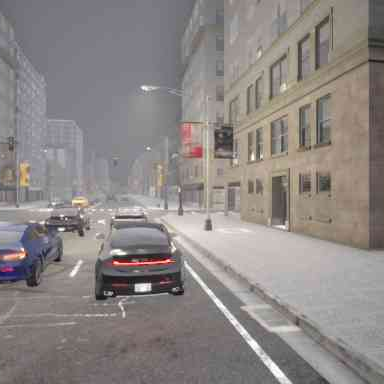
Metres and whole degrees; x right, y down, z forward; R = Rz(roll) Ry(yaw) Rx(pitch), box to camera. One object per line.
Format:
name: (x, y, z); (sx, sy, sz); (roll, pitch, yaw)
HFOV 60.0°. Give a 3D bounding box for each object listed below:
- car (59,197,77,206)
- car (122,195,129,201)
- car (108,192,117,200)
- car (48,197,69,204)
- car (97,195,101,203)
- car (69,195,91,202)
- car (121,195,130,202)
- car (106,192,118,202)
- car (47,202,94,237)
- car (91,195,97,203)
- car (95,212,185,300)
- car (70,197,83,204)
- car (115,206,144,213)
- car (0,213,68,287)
car: (-21.496, 1.574, 57.737); (2.033, 1.411, 5.357); (0, 0, -11)
car: (-17.998, 1.508, 89.812); (1.882, 1.535, 5.008); (0, 0, -11)
car: (-20.942, 1.123, 87.973); (2.150, 2.045, 5.566); (0, 0, -11)
car: (-19.633, 1.515, 48.170); (2.128, 1.511, 4.902); (0, 0, -15)
car: (-20.128, 1.581, 67.642); (1.994, 1.385, 4.181); (0, 0, -11)
car: (-16.422, 1.501, 48.949); (1.882, 1.535, 5.008); (0, 0, -11)
car: (-16.010, 1.624, 80.019); (1.895, 1.301, 4.718); (0, 0, -11)
car: (-18.868, 1.250, 77.762); (2.150, 2.045, 5.566); (0, 0, -11)
car: (-6.625, 1.511, 18.006); (1.837, 1.490, 4.892); (0, 0, -12)
car: (-18.235, 1.378, 58.034); (2.097, 1.767, 4.553); (0, 0, -12)
car: (-1.378, 1.507, 8.483); (1.837, 1.490, 4.892); (0, 0, -11)
car: (-23.431, 1.624, 67.577); (1.895, 1.301, 4.718); (0, 0, -11)
car: (-3.330, 1.497, 17.602); (2.128, 1.511, 4.902); (0, 0, -11)
car: (-4.803, 1.528, 9.041); (1.812, 1.442, 4.674); (0, 0, -11)
